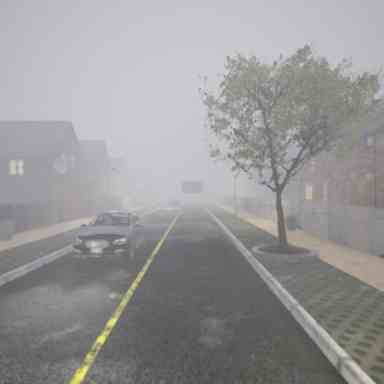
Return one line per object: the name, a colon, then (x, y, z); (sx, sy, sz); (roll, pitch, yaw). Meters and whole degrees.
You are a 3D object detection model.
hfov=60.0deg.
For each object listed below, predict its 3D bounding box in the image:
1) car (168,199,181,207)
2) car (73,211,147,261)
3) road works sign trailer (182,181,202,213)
car: (-2.832, 1.734, 53.903); (1.895, 1.301, 4.718); (0, 0, 0)
car: (-2.854, 1.489, 12.386); (2.128, 1.511, 4.902); (0, 0, 0)
road works sign trailer: (-0.005, 0.523, 38.086); (2.380, 3.560, 2.880); (0, 0, 0)
